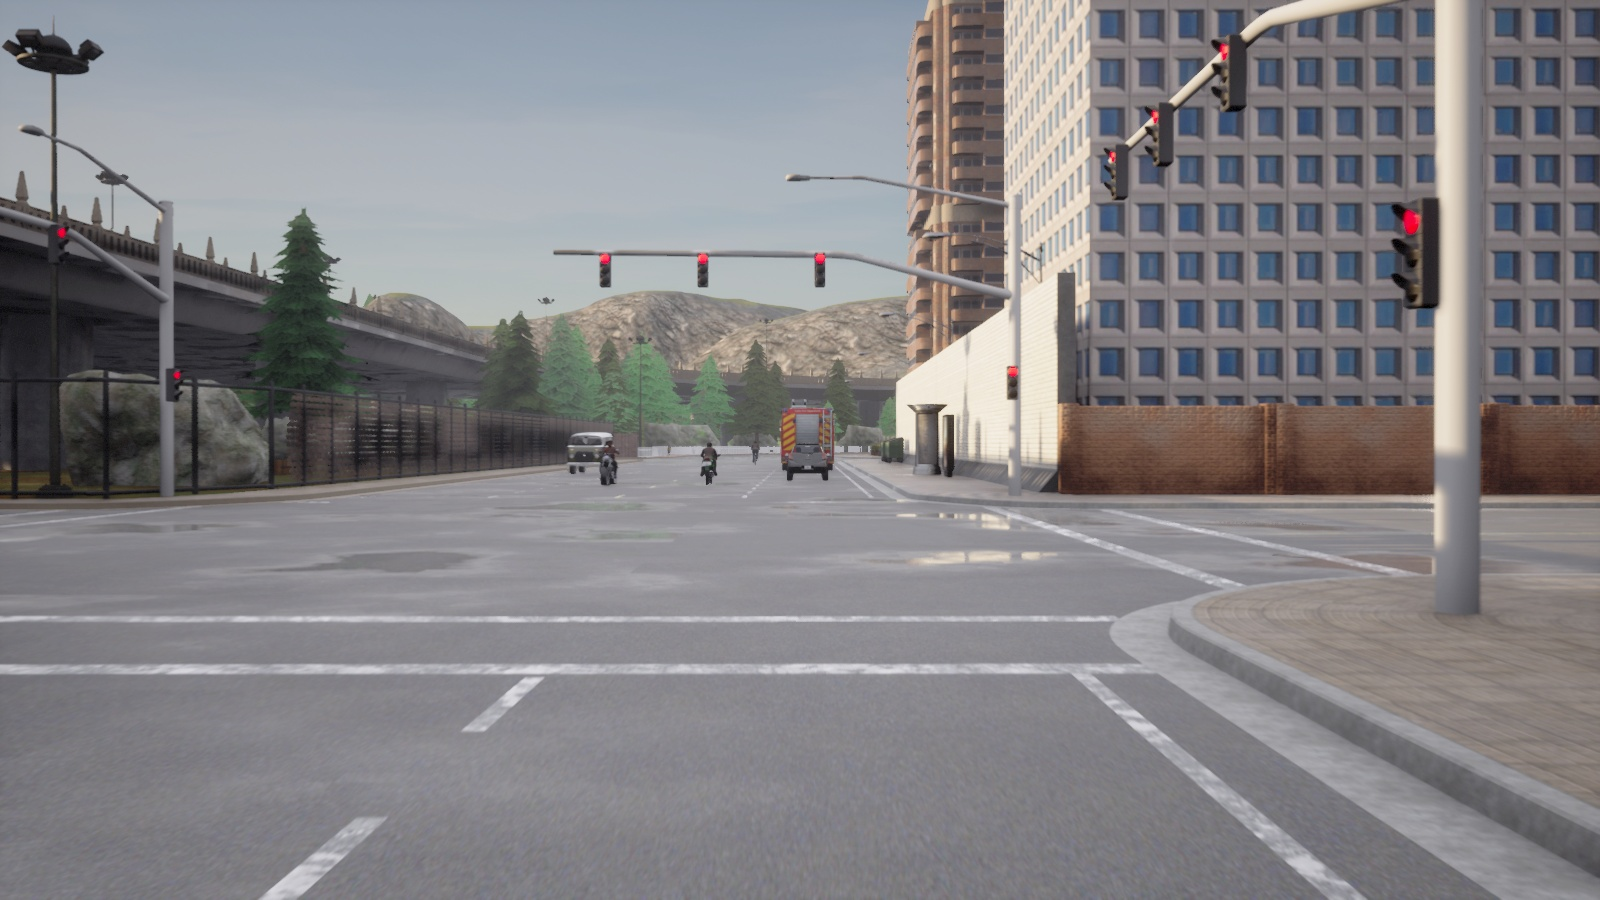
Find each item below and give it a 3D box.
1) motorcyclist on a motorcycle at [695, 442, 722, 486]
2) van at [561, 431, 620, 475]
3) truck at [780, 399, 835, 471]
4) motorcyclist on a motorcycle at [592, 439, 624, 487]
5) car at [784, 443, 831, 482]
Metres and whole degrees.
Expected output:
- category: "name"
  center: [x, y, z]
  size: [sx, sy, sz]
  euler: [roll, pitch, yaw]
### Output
- category: "motorcyclist on a motorcycle"
  center: [-3.232, 0.475, 44.686]
  size: [0.797, 1.523, 2.044]
  euler: [0, 0, 0]
- category: "van"
  center: [-10.139, 0.118, 61.062]
  size: [2.069, 2.038, 4.480]
  euler: [0, 0, 0]
- category: "truck"
  center: [0.418, -0.817, 71.079]
  size: [2.891, 3.827, 8.468]
  euler: [0, 0, 0]
- category: "motorcyclist on a motorcycle"
  center: [-6.735, 0.444, 44.089]
  size: [0.766, 1.649, 2.350]
  euler: [0, 1, 0]
- category: "car"
  center: [0.304, 0.474, 50.999]
  size: [1.845, 1.501, 3.633]
  euler: [0, 0, 0]
